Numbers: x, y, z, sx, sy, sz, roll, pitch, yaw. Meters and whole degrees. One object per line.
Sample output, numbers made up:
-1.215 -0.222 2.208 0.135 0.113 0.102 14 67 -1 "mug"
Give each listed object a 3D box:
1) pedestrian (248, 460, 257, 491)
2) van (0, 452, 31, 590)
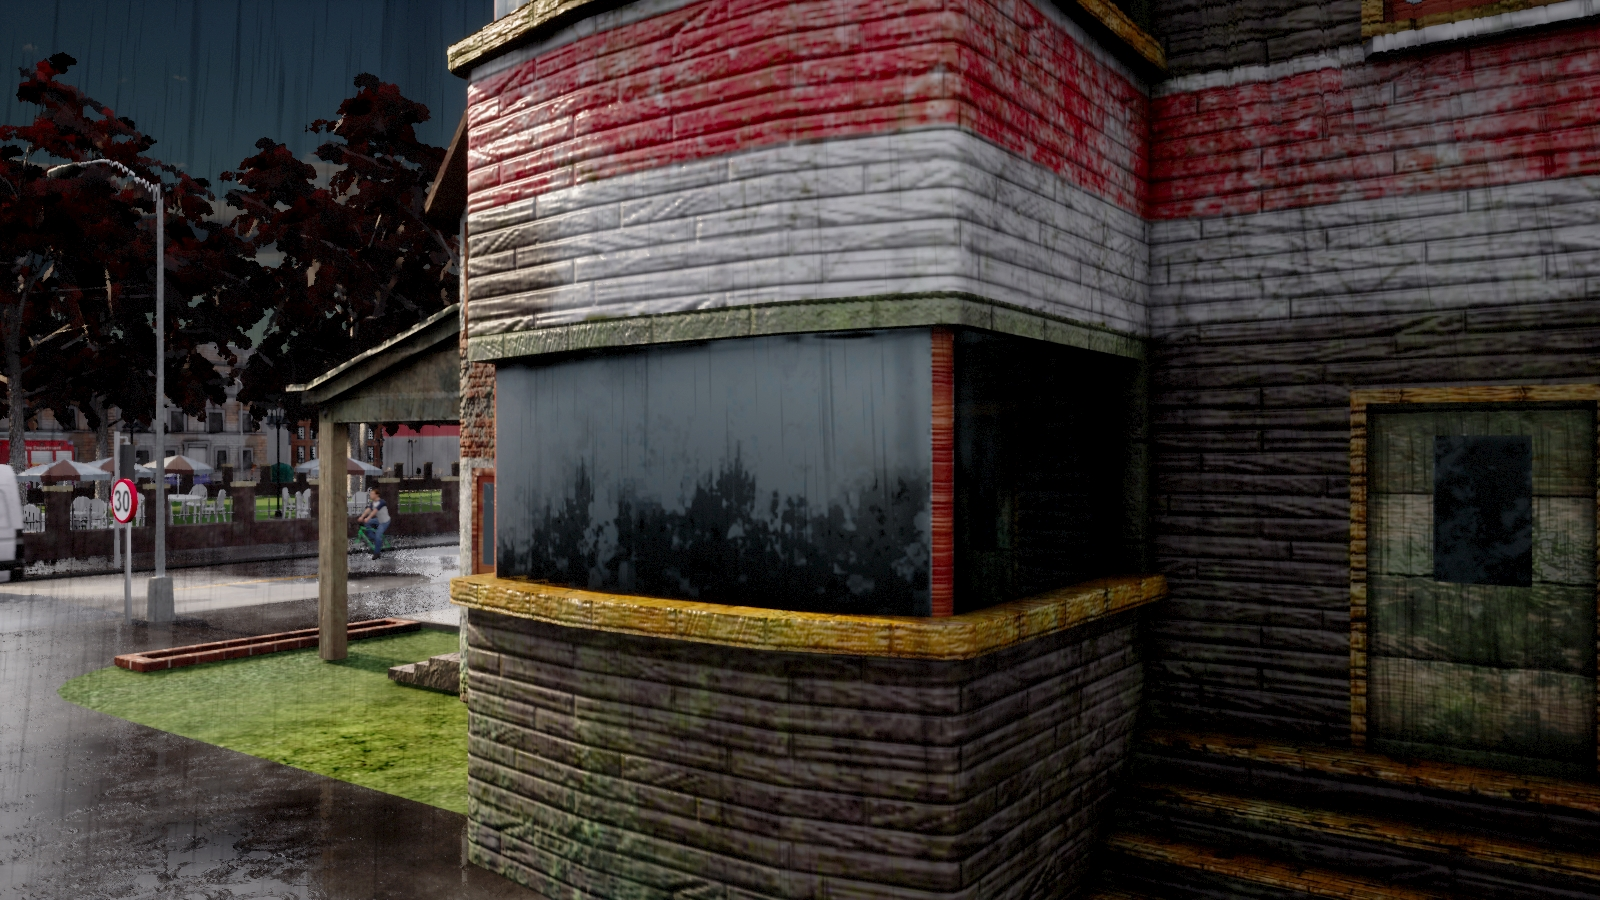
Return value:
-32.873 1.524 68.581 0.375 1.860 0.375 0 0 -39 "pedestrian"
-17.102 1.315 19.833 1.988 2.561 5.915 0 0 35 "van"
